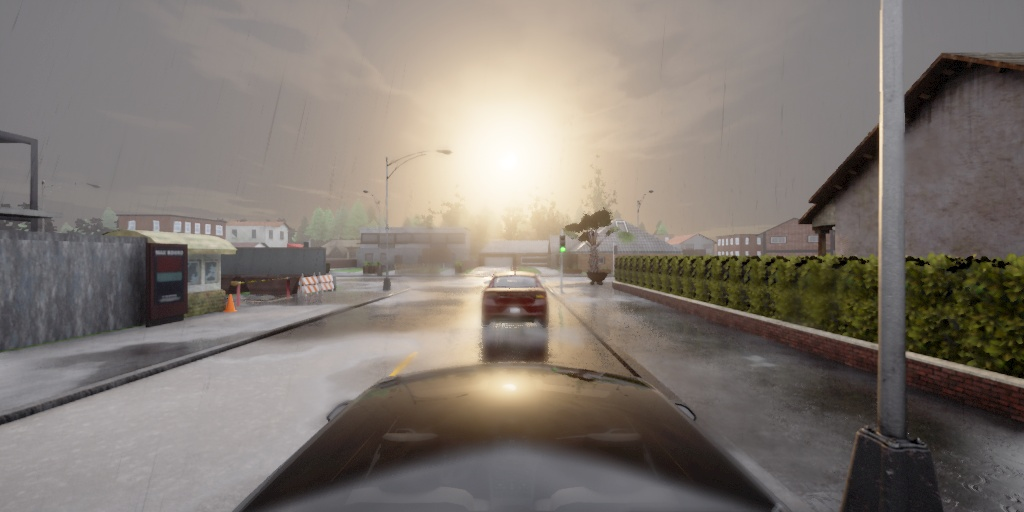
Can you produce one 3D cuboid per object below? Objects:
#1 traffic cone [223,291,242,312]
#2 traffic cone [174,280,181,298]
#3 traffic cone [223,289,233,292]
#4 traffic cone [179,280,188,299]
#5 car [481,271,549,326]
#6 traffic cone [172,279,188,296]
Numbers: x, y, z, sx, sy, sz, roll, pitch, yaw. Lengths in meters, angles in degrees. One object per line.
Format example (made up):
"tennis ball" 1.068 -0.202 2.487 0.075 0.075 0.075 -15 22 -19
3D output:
"traffic cone" -9.618 1.603 12.237 0.344 0.586 0.344 0 0 0
"traffic cone" -15.767 1.565 17.196 0.344 0.586 0.344 0 0 0
"traffic cone" -10.336 1.574 12.761 0.344 0.586 0.344 0 0 0
"traffic cone" -15.199 1.569 16.832 0.344 0.586 0.344 0 0 0
"car" 0.107 1.233 11.670 1.882 1.535 5.008 0 0 1
"traffic cone" -16.802 1.590 18.201 0.344 0.586 0.344 0 0 0
